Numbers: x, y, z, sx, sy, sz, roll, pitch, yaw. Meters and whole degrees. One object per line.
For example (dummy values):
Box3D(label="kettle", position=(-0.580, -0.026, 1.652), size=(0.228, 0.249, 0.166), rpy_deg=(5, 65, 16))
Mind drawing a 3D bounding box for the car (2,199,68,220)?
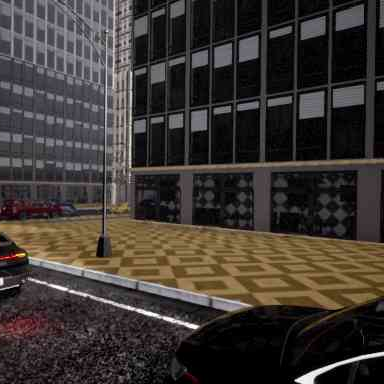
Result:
Box3D(label="car", position=(-14.164, 1.519, 29.664), size=(2.192, 1.841, 5.009), rpy_deg=(1, 0, 37))

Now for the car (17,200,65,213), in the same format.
Box3D(label="car", position=(-17.628, 1.643, 39.051), size=(1.752, 1.417, 4.829), rpy_deg=(1, 0, 37))

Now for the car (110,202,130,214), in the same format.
Box3D(label="car", position=(-7.334, 1.830, 38.852), size=(1.752, 1.417, 4.829), rpy_deg=(1, 0, 37))

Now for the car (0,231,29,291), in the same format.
Box3D(label="car", position=(-5.731, 1.500, 7.801), size=(4.892, 1.490, 1.837), rpy_deg=(0, 0, 36))

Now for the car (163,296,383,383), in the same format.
Box3D(label="car", position=(1.986, 1.505, 2.258), size=(4.892, 1.490, 1.837), rpy_deg=(0, 0, 36))

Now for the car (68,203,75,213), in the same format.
Box3D(label="car", position=(-15.407, 1.725, 37.680), size=(1.994, 1.385, 4.181), rpy_deg=(1, 0, 37))
